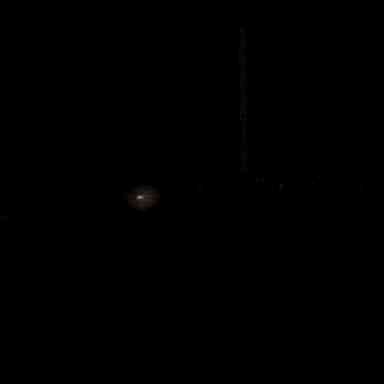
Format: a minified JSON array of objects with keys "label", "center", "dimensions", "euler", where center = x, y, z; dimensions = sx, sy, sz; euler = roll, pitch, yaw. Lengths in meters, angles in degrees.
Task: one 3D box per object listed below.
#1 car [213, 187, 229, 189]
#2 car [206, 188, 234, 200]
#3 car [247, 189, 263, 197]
[{"label":"car","center":[4.680,0.190,57.537],"dimensions":[2.150,2.045,5.566],"euler":[-1,0,36]},{"label":"car","center":[4.591,0.567,52.540],"dimensions":[2.033,1.411,5.357],"euler":[-1,1,36]},{"label":"car","center":[11.911,0.230,62.923],"dimensions":[1.812,1.442,4.674],"euler":[-1,1,35]}]
